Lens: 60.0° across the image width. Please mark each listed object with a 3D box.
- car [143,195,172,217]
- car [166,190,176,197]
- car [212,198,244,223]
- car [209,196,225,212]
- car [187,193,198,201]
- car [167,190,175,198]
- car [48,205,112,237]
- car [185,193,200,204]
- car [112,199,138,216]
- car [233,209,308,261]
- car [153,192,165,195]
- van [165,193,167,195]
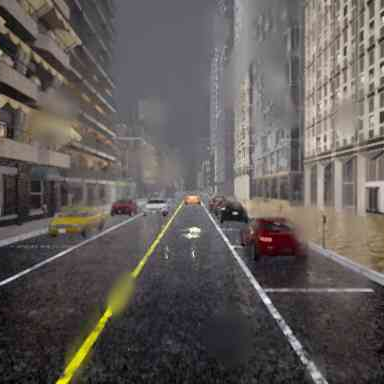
[{"bbox_3d":[-3.005,1.261,28.485,1.812,1.442,4.674,0,0,0],"label":"car"},{"bbox_3d":[-5.703,0.485,90.556,2.192,1.841,5.009,0,0,0],"label":"car"},{"bbox_3d":[2.687,1.347,22.778,1.947,1.339,4.313,0,1,0],"label":"car"},{"bbox_3d":[2.686,1.310,28.428,1.802,1.307,4.206,0,1,0],"label":"car"},{"bbox_3d":[0.091,0.957,63.221,2.033,1.411,5.357,0,1,0],"label":"car"},{"bbox_3d":[-5.701,0.848,79.261,1.802,1.307,4.206,0,0,0],"label":"car"},{"bbox_3d":[-5.693,1.361,16.959,1.752,1.417,4.829,0,1,0],"label":"car"},{"bbox_3d":[0.094,0.889,49.361,2.097,1.767,4.553,0,1,0],"label":"car"},{"bbox_3d":[-5.694,1.273,28.427,1.887,1.381,4.507,0,1,0],"label":"car"},{"bbox_3d":[2.688,1.469,11.482,1.802,1.307,4.206,0,1,0],"label":"car"},{"bbox_3d":[-5.698,1.087,51.020,1.947,1.339,4.313,0,1,0],"label":"car"},{"bbox_3d":[-5.698,0.811,56.666,1.690,1.788,3.998,0,1,0],"label":"van"}]
